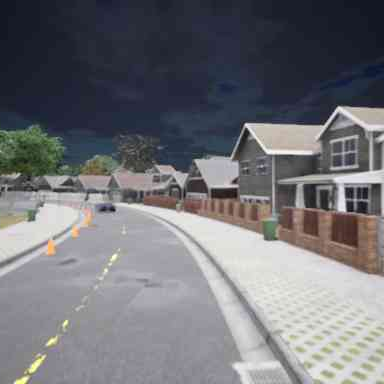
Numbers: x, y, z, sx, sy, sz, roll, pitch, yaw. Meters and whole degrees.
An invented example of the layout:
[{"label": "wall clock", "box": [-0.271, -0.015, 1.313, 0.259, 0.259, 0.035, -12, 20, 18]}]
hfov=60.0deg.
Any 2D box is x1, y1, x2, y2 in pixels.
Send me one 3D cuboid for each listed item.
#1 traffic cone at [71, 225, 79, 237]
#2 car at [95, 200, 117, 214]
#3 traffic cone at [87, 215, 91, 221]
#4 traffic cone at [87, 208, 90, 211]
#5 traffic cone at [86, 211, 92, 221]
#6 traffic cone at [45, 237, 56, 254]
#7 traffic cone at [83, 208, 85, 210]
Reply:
[{"label": "traffic cone", "box": [-6.092, 2.018, 17.374, 0.340, 0.580, 0.340, 0, 0, -10]}, {"label": "car", "box": [-9.477, 1.608, 36.486, 1.895, 1.301, 4.718, -1, 0, -21]}, {"label": "traffic cone", "box": [-7.082, 2.019, 22.156, 0.340, 0.580, 0.340, 0, 0, -13]}, {"label": "traffic cone", "box": [-9.729, 1.999, 31.555, 0.340, 0.580, 0.340, -1, 0, -18]}, {"label": "traffic cone", "box": [-8.295, 2.013, 26.887, 0.340, 0.580, 0.340, 0, 0, -16]}, {"label": "traffic cone", "box": [-5.325, 2.011, 12.551, 0.340, 0.580, 0.340, 0, 0, -8]}, {"label": "traffic cone", "box": [-11.379, 1.979, 36.151, 0.340, 0.580, 0.340, -1, 0, -21]}]
